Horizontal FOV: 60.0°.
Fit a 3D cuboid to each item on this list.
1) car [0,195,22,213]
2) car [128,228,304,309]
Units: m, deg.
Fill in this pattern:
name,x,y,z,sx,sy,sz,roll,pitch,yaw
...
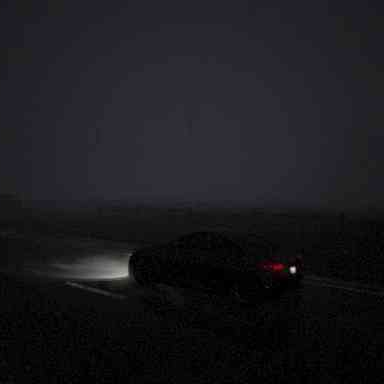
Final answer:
name,x,y,z,sx,sy,sz,roll,pitch,yaw
car,-18.687,1.220,32.479,1.905,1.878,3.866,0,0,36
car,0.449,1.564,7.974,4.181,1.385,1.994,0,0,36
